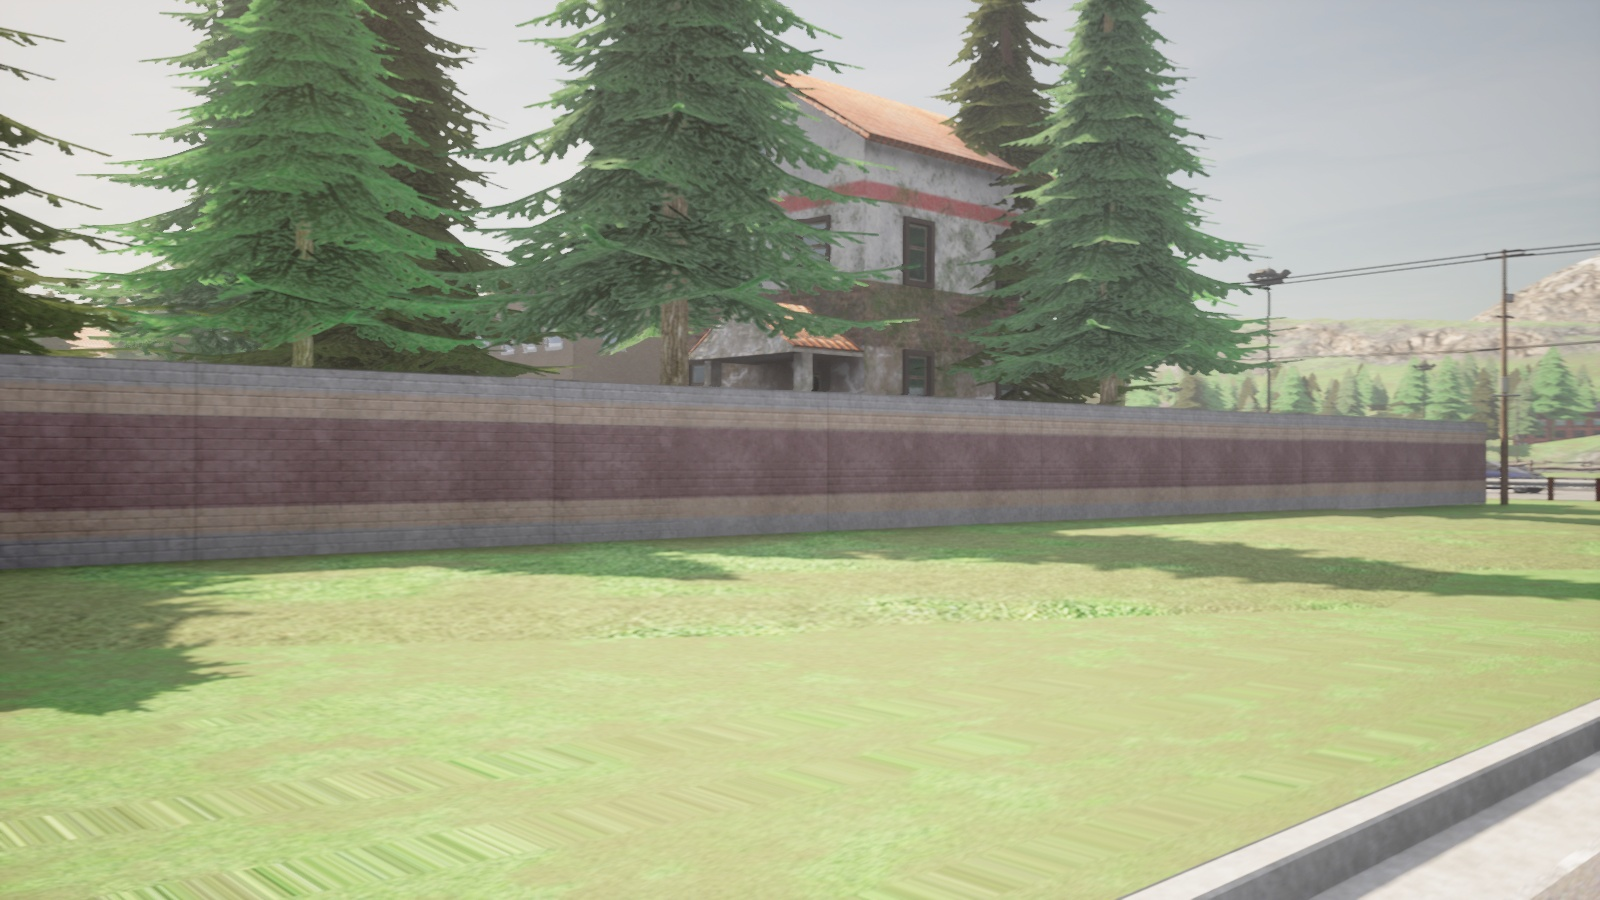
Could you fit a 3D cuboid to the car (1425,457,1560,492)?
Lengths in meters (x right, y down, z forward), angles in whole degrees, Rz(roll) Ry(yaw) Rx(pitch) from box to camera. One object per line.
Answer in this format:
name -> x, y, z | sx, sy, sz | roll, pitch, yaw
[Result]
car -> 30.507, 1.033, 55.447 | 2.163, 1.488, 4.792 | 0, 0, -43
